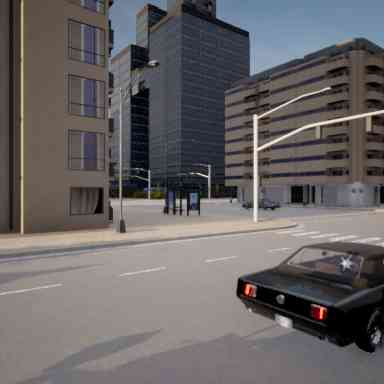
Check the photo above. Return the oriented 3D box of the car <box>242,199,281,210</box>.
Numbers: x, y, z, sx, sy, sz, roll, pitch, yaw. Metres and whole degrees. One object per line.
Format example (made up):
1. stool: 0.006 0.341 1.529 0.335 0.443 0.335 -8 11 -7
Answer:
1. car: 8.968 1.603 43.411 2.033 1.411 5.357 0 0 -37

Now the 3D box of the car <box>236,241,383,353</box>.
1. car: 3.131 1.601 6.154 4.718 1.301 1.895 0 0 -36
